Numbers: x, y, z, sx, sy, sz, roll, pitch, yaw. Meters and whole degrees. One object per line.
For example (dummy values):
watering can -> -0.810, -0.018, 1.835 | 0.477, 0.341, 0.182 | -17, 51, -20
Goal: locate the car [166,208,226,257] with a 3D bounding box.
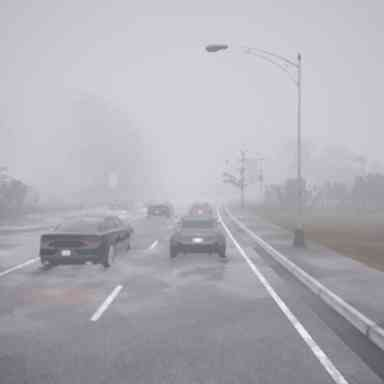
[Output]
car -> 0.235, 1.549, 12.951 | 1.994, 1.385, 4.181 | 0, 0, 1

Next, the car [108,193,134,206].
car -> -9.034, 1.168, 42.830 | 2.150, 2.045, 5.566 | 0, 0, 5

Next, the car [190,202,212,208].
car -> 0.749, 1.531, 28.103 | 1.994, 1.385, 4.181 | 0, 0, 3

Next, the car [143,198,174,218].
car -> -2.691, 1.442, 29.359 | 1.882, 1.535, 5.008 | 0, 0, 3

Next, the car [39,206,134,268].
car -> -3.301, 1.463, 11.328 | 1.882, 1.535, 5.008 | 0, 0, 1
